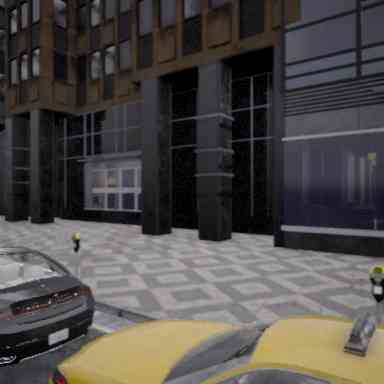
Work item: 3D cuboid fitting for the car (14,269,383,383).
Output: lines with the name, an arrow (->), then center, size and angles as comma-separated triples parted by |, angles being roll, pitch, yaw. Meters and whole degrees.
car -> 0.886, 1.527, 2.330 | 4.829, 1.417, 1.752 | 0, 0, 35

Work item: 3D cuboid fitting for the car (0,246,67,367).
car -> -3.442, 1.572, 5.417 | 4.403, 1.369, 2.008 | 0, 0, 35
